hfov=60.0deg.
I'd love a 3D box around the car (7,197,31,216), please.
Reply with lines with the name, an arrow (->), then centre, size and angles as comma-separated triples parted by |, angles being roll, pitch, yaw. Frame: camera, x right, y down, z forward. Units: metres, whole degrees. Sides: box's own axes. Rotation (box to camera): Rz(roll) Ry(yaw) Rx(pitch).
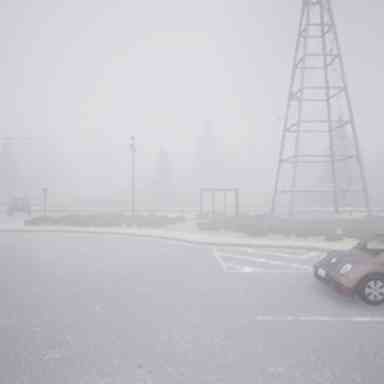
car -> -19.281, 1.602, 37.183 | 2.150, 2.045, 5.566 | 0, -1, -29

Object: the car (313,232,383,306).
car -> 4.892, 1.599, 7.588 | 3.905, 1.438, 1.784 | 0, -1, 0
